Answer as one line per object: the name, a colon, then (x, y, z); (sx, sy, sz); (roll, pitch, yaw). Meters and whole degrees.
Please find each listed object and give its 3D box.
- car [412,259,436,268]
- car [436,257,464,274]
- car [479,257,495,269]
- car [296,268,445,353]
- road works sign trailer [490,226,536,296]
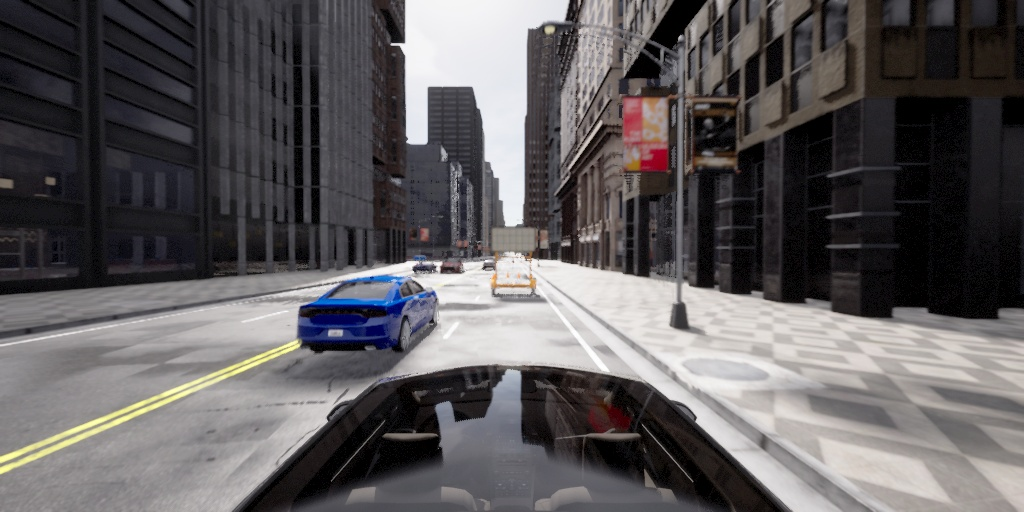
car: (-9.824, 1.264, 40.619); (1.895, 1.301, 4.718); (0, 0, 0)
car: (-6.573, 1.018, 39.539); (2.097, 1.767, 4.553); (0, 0, 0)
car: (-3.136, 1.170, 51.523); (2.033, 1.411, 5.357); (0, 0, 0)
car: (-3.150, 1.224, 8.873); (1.882, 1.535, 5.008); (0, 0, 0)
road works sign trailer: (0.071, 0.194, 18.968); (2.380, 3.560, 2.880); (0, 0, 0)
